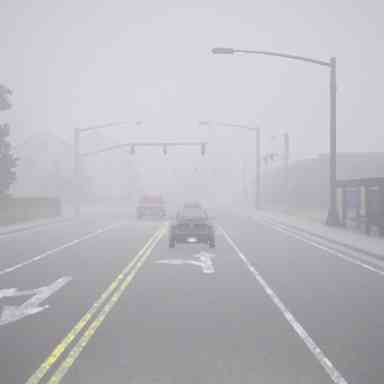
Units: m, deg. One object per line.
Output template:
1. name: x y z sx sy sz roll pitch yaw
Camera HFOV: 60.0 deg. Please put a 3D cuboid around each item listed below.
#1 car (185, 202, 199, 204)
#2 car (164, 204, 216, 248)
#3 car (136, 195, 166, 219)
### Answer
1. car: 0.000 1.570 29.650 1.994 1.385 4.181 0 0 0
2. car: 0.000 1.513 14.650 1.837 1.490 4.892 0 0 0
3. car: -3.500 1.324 29.640 2.150 2.045 5.566 0 0 0
